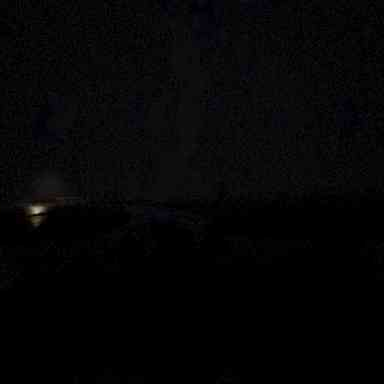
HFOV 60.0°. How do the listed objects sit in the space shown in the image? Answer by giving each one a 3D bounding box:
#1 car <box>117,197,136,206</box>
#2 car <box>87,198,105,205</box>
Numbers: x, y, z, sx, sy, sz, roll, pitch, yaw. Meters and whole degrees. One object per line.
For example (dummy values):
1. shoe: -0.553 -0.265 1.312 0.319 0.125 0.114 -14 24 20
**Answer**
1. car: -11.017 1.530 54.851 1.882 1.535 5.008 -1 0 -38
2. car: -17.929 1.761 62.679 4.718 1.301 1.895 -1 0 42
